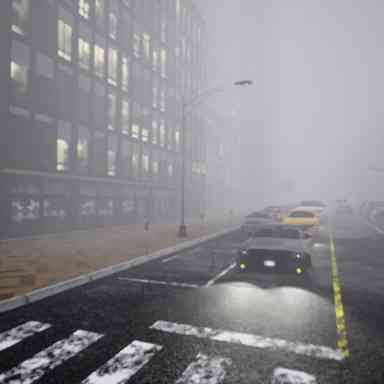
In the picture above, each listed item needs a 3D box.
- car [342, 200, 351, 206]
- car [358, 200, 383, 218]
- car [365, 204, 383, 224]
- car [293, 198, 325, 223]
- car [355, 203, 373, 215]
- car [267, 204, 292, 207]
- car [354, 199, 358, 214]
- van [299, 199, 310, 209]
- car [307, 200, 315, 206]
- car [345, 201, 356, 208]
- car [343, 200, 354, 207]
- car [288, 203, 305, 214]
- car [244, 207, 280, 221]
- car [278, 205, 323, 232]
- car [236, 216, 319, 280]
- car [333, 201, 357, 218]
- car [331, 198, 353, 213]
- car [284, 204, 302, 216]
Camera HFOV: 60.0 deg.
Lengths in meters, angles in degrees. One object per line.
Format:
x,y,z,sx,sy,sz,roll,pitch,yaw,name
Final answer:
39.312,2.792,84.818,1.887,1.381,4.507,0,-1,22,car
18.393,1.803,33.456,2.192,1.841,5.009,0,-1,22,car
16.299,1.957,28.317,2.008,1.369,4.403,0,-1,22,car
10.700,1.660,29.923,2.150,2.045,5.566,0,-1,22,car
22.641,2.175,43.886,1.752,1.417,4.829,0,-1,22,car
6.447,1.824,26.343,1.967,1.590,4.097,0,-1,22,car
20.487,1.883,38.594,2.192,1.841,5.009,0,-1,22,car
21.093,2.279,62.298,1.690,1.788,3.998,0,-1,22,van
31.549,2.889,87.976,1.802,1.307,4.206,0,-1,22,car
33.035,2.594,69.409,1.947,1.339,4.313,0,-1,22,car
35.129,2.542,74.546,1.967,1.590,4.097,0,-1,22,car
14.814,2.252,46.887,1.887,1.381,4.507,0,-1,22,car
4.353,1.882,21.206,1.802,1.307,4.206,0,-1,22,car
6.657,1.756,20.025,1.882,1.535,5.008,0,-1,22,car
2.750,1.684,10.422,1.994,1.385,4.181,0,-1,22,car
17.161,2.059,37.455,1.837,1.490,4.892,0,-1,23,car
20.893,1.919,46.762,2.150,2.045,5.566,0,-1,22,car
12.722,2.211,41.751,1.802,1.307,4.206,0,-1,22,car
